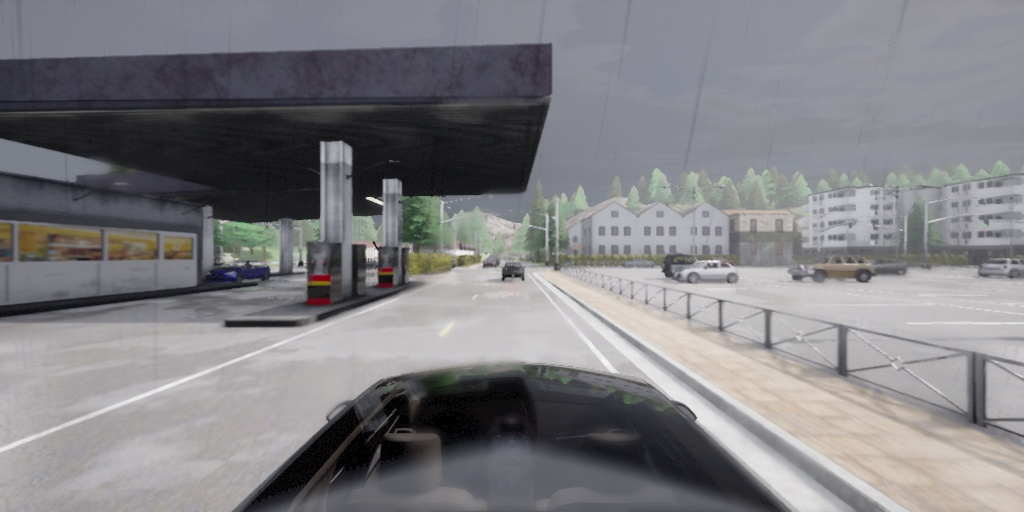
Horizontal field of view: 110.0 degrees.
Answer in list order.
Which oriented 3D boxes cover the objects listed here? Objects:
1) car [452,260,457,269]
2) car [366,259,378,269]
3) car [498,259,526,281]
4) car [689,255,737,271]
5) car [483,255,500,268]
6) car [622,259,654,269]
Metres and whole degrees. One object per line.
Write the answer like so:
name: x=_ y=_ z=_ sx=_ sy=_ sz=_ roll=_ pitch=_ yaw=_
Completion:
car: x=-9.930 y=0.882 z=49.596 sx=4.553 sy=1.767 sz=2.097 roll=3 pitch=0 yaw=0
car: x=-19.936 y=1.049 z=49.559 sx=4.181 sy=1.385 sz=1.994 roll=1 pitch=0 yaw=0
car: x=0.092 y=1.203 z=29.176 sx=1.837 sy=1.490 sz=4.892 roll=0 pitch=0 yaw=0
car: x=27.883 y=0.946 z=49.724 sx=5.008 sy=1.535 sz=1.882 roll=0 pitch=0 yaw=0
car: x=-3.510 y=0.996 z=57.454 sx=2.097 sy=1.767 sz=4.553 roll=0 pitch=0 yaw=0
car: x=17.419 y=1.032 z=49.689 sx=4.181 sy=1.385 sz=1.994 roll=0 pitch=0 yaw=0
